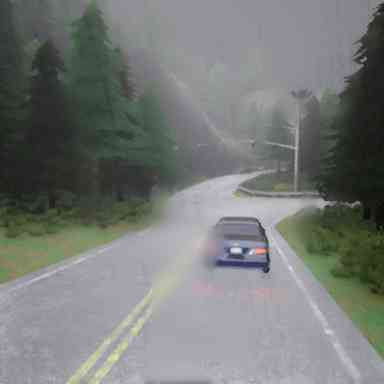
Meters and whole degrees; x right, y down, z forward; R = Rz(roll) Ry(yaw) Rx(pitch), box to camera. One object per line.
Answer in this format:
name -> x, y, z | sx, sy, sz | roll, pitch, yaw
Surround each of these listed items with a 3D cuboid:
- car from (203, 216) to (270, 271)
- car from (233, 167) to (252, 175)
car -> 1.500, 1.502, 10.786 | 2.033, 1.411, 5.357 | 1, 0, 9
car -> 10.091, -4.207, 66.457 | 2.128, 1.511, 4.902 | 4, 11, 42
